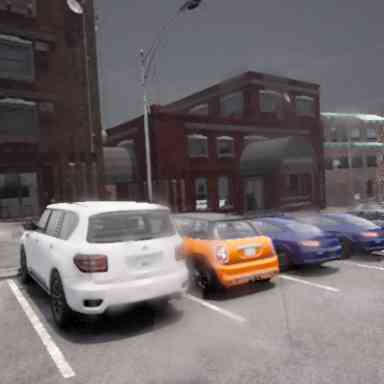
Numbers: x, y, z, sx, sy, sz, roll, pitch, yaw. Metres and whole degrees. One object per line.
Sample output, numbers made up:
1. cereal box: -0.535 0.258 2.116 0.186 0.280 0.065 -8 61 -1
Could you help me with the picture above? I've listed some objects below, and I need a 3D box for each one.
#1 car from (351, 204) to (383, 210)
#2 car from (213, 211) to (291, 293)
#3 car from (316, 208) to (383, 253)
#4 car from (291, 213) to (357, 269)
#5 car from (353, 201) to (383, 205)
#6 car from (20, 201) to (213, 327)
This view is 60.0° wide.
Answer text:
1. car: 7.285 1.442 14.238 2.163 1.488 4.792 0 0 -36
2. car: 0.042 1.330 8.996 2.185 1.767 4.553 0 0 -36
3. car: 4.912 1.466 12.505 2.002 1.452 4.674 0 0 -35
4. car: 2.418 1.481 10.726 2.002 1.452 4.674 0 0 -36
5. car: 9.675 1.272 15.946 2.185 1.767 4.553 0 0 -36
6. car: -2.283 1.218 7.411 2.435 2.045 5.566 0 0 -36
